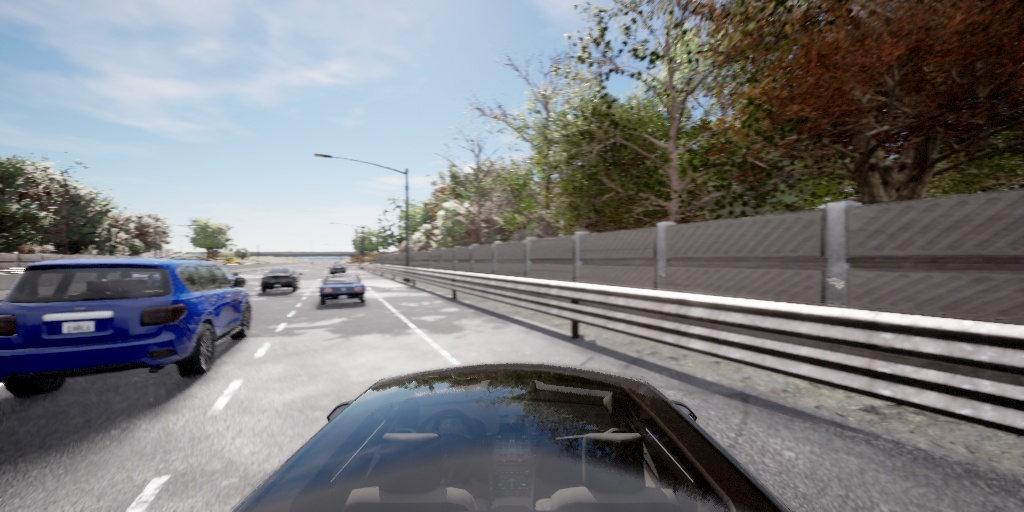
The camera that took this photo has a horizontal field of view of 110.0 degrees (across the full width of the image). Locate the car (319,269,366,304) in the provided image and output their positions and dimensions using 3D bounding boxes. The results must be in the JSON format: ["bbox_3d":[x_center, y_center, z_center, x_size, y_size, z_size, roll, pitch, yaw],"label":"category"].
[{"bbox_3d":[-8.391,1.534,17.732,1.895,1.301,4.718,0,0,-26],"label":"car"}]

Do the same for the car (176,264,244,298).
[{"bbox_3d":[-18.052,1.407,21.720,2.097,1.767,4.553,0,0,-26],"label":"car"}]

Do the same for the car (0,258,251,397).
[{"bbox_3d":[-7.001,1.074,7.198,2.150,2.045,5.566,0,0,-27],"label":"car"}]

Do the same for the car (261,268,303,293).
[{"bbox_3d":[-15.027,1.541,23.504,1.837,1.490,4.892,0,0,-26],"label":"car"}]

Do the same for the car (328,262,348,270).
[{"bbox_3d":[-21.046,1.733,43.393,1.837,1.490,4.892,0,0,-26],"label":"car"}]
